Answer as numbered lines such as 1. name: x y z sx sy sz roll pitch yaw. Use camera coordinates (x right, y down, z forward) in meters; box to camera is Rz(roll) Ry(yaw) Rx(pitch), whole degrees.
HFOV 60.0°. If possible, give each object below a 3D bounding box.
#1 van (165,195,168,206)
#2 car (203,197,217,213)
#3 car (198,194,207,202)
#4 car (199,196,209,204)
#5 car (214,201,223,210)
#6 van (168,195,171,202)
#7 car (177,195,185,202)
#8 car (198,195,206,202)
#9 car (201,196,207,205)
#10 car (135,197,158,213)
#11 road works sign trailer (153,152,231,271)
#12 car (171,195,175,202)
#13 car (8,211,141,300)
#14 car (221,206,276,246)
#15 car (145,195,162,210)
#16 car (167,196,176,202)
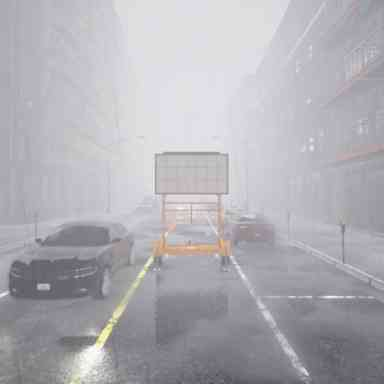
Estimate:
1. van: -5.297 1.458 54.089 1.690 1.788 3.998 2 0 0
2. car: 2.580 1.612 37.436 1.887 1.381 4.507 1 0 0
3. car: 2.545 1.549 81.684 2.192 1.841 5.009 1 0 0
4. car: 2.586 1.624 70.622 1.967 1.590 4.097 1 0 0
5. car: 2.583 1.553 21.016 1.752 1.417 4.829 1 0 0
6. van: -5.298 1.479 59.621 1.690 1.788 3.998 1 0 0
7. car: -2.759 1.585 81.683 2.097 1.767 4.553 0 0 0
8. car: 2.578 1.682 59.560 1.887 1.381 4.507 1 0 0
9. car: 2.579 1.633 42.968 2.008 1.369 4.403 1 0 0
10. car: -5.299 1.592 37.328 1.752 1.417 4.829 2 0 0
11. road works sign trailer: -0.013 0.475 10.984 2.380 3.560 2.880 0 0 0
12. car: -5.299 1.499 70.682 2.192 1.841 5.009 1 0 0
13. car: -2.750 1.486 8.663 1.882 1.535 5.008 0 0 0
14. car: 2.584 1.563 15.314 1.887 1.381 4.507 1 0 0
15. car: -5.294 1.397 43.030 2.192 1.841 5.009 2 0 0
16. car: -5.308 1.828 87.273 1.947 1.339 4.313 1 0 0
